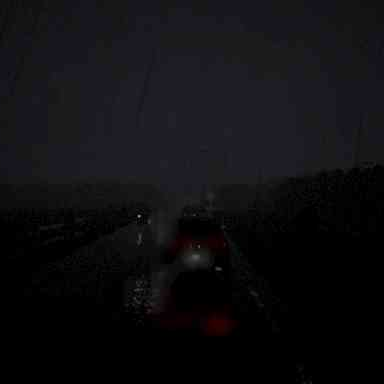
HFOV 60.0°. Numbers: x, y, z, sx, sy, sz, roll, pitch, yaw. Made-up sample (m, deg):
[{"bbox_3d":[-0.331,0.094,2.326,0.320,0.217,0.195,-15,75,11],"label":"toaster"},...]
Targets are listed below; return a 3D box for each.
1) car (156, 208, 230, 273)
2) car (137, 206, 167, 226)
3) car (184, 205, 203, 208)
[{"bbox_3d":[0.112,1.524,10.879,1.882,1.535,5.008,0,0,0],"label":"car"},{"bbox_3d":[-2.779,1.700,24.274,1.895,1.301,4.718,0,0,0],"label":"car"},{"bbox_3d":[0.155,1.708,26.061,1.895,1.301,4.718,0,0,0],"label":"car"}]
